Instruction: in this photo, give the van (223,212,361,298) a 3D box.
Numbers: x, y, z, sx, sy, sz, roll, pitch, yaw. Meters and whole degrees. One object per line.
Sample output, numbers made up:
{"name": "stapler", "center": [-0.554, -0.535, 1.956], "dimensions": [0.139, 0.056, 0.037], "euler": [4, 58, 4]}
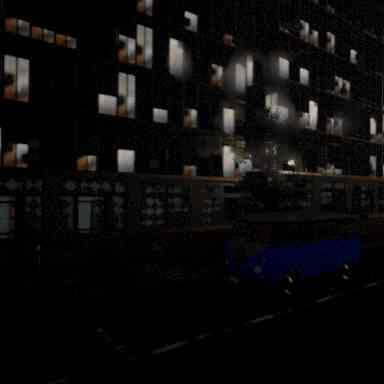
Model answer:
{"name": "van", "center": [2.632, 1.419, 8.486], "dimensions": [3.998, 1.788, 1.690], "euler": [1, 0, -36]}
